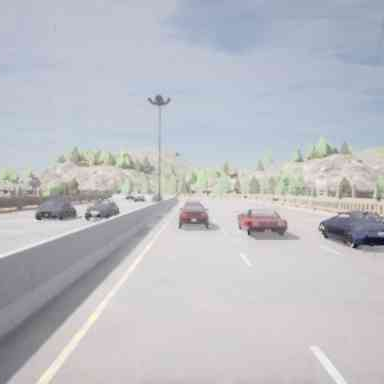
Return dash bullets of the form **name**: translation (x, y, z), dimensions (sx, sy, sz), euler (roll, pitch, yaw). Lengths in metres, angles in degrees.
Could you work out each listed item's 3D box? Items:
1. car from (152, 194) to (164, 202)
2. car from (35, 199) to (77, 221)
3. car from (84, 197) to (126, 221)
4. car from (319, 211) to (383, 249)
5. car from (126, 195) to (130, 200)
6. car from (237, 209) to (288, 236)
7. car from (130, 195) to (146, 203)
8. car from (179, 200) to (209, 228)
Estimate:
- **car**: translation (-6.983, 1.194, 67.828), dimensions (2.097, 1.767, 4.553), euler (0, 0, 0)
- **car**: translation (-10.588, 1.472, 26.149), dimensions (1.994, 1.385, 4.181), euler (0, 0, 0)
- **car**: translation (-7.089, 1.399, 26.612), dimensions (2.128, 1.511, 4.902), euler (0, 0, 0)
- **car**: translation (7.105, 1.513, 14.384), dimensions (1.994, 1.385, 4.181), euler (0, 0, 0)
- **car**: translation (-14.032, 1.304, 75.551), dimensions (1.895, 1.301, 4.718), euler (0, 0, -1)
- **car**: translation (3.605, 1.537, 17.945), dimensions (1.895, 1.301, 4.718), euler (0, 0, 0)
- **car**: translation (-10.482, 1.380, 67.328), dimensions (2.033, 1.411, 5.357), euler (0, 0, 0)
- **car**: translation (0.120, 1.449, 21.445), dimensions (1.812, 1.442, 4.674), euler (0, 0, 0)
